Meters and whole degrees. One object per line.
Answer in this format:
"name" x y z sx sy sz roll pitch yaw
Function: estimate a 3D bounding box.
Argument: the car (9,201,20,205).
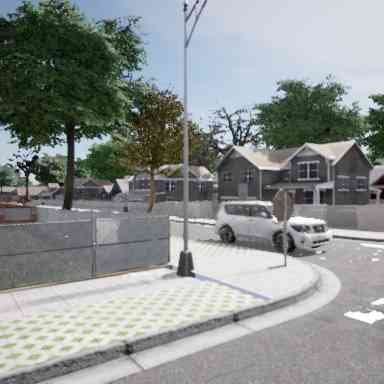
"car" -40.097 2.805 74.865 1.812 1.442 4.674 0 -1 -36

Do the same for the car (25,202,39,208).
"car" -28.362 2.529 58.698 2.128 1.511 4.902 0 -1 -36

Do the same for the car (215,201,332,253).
"car" 3.362 1.432 14.997 2.150 2.045 5.566 0 -1 -36
